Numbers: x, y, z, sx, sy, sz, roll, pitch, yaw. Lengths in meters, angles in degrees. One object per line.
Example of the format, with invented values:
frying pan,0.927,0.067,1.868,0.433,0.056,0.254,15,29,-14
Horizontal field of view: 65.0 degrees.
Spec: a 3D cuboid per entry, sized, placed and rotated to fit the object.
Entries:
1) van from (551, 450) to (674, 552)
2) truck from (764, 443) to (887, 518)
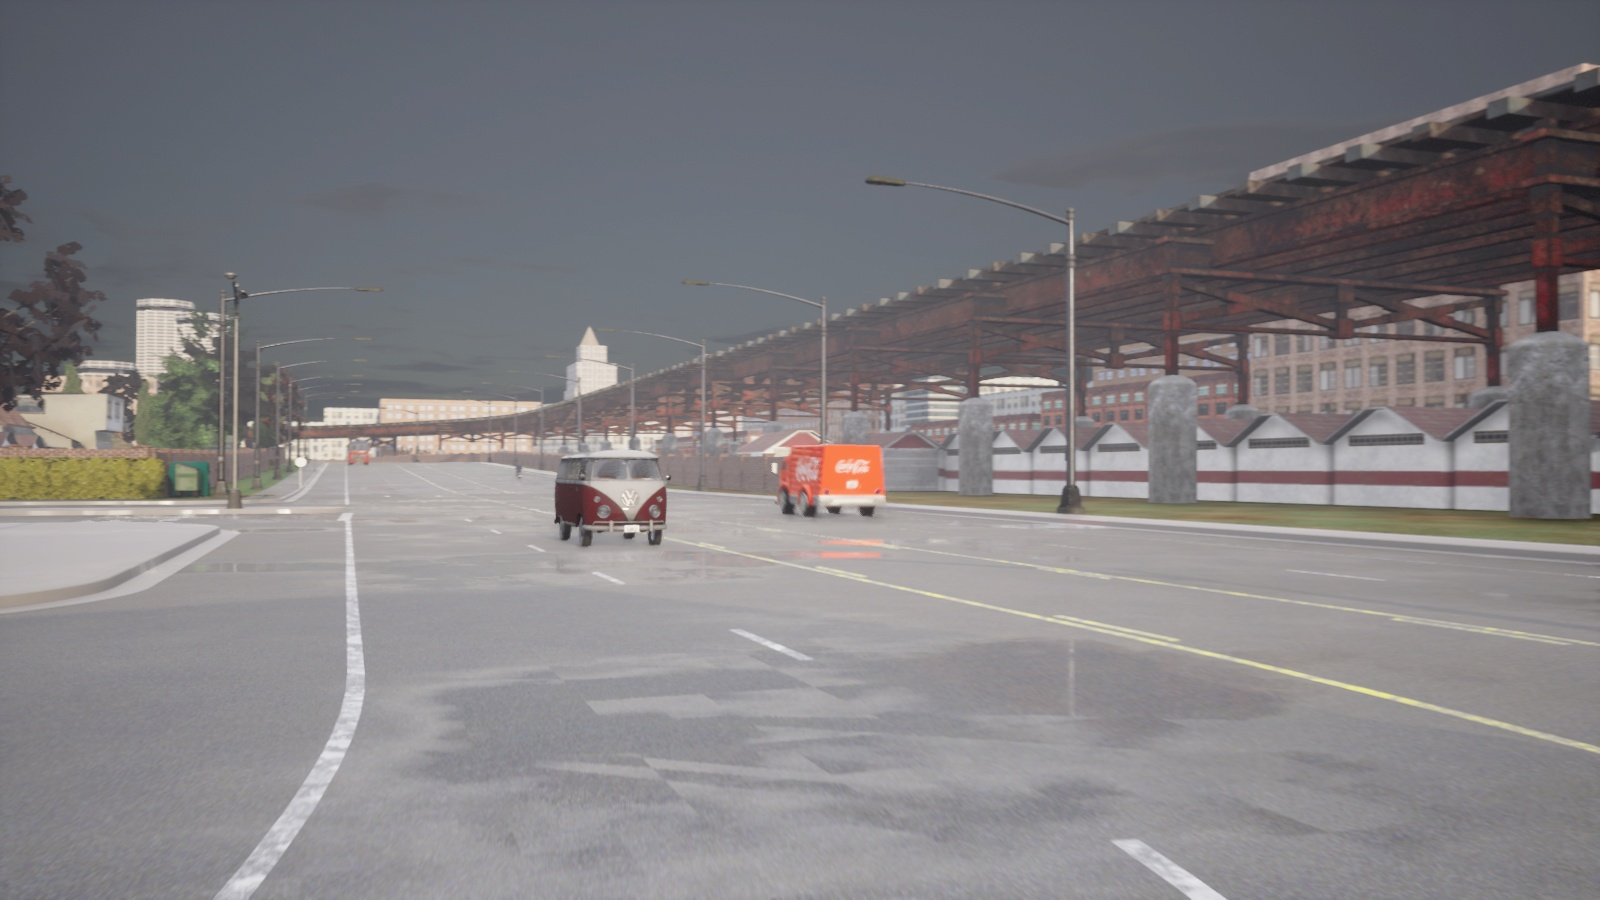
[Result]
van,-4.130,1.043,27.040,1.775,1.987,4.442,0,-1,-20
truck,0.796,1.065,44.222,2.627,2.467,5.204,0,-1,-20
